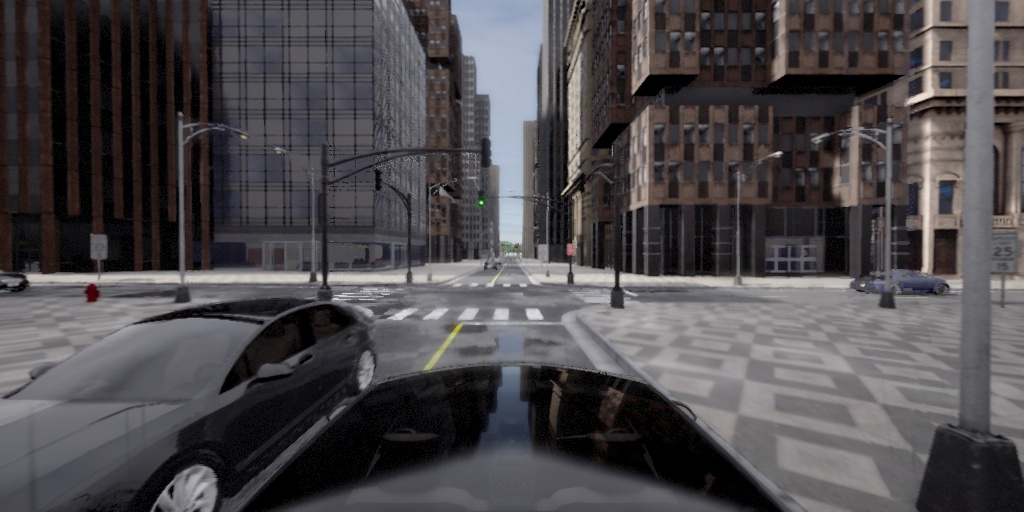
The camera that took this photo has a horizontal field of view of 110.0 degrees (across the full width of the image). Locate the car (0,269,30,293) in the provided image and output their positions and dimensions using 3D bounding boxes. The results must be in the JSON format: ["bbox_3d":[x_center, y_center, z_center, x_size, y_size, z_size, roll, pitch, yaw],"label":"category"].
[{"bbox_3d":[-26.165,1.076,17.060,4.902,1.511,2.128,1,1,0],"label":"car"}]

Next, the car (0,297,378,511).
[{"bbox_3d":[-2.998,1.284,3.763,1.837,1.490,4.892,0,0,0],"label":"car"}]

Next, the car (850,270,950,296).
[{"bbox_3d":[21.871,1.477,20.327,4.181,1.385,1.994,0,1,0],"label":"car"}]

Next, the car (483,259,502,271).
[{"bbox_3d":[-2.977,1.273,50.471,2.128,1.511,4.902,0,0,0],"label":"car"}]
